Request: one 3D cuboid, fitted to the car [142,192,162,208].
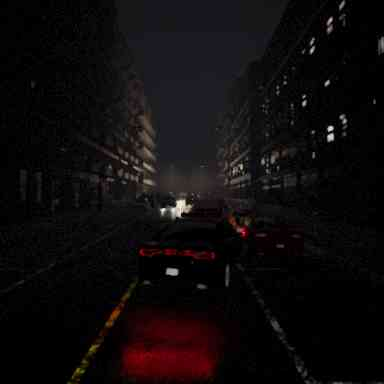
[{"bbox_3d":[-5.263,0.977,39.700,2.192,1.841,5.009,2,0,0],"label":"car"}]

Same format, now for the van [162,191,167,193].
[{"bbox_3d":[-5.256,0.922,50.759,1.690,1.788,3.998,2,0,0],"label":"van"}]

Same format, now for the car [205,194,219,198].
[{"bbox_3d":[2.607,1.251,34.102,1.887,1.381,4.507,1,0,0],"label":"car"}]

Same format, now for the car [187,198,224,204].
[{"bbox_3d":[0.837,1.308,18.649,1.882,1.535,5.008,0,0,0],"label":"car"}]

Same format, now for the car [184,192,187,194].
[{"bbox_3d":[0.041,1.088,59.367,1.994,1.385,4.181,0,0,0],"label":"car"}]

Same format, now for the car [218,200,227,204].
[{"bbox_3d":[2.597,1.364,17.682,1.752,1.417,4.829,1,0,0],"label":"car"}]

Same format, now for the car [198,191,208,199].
[{"bbox_3d":[2.609,0.725,78.347,2.192,1.841,5.009,1,0,0],"label":"car"}]

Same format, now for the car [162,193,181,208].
[{"bbox_3d":[-2.821,1.200,40.908,2.033,1.411,5.357,0,0,0],"label":"car"}]

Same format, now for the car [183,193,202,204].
[{"bbox_3d":[0.044,1.218,45.781,1.895,1.301,4.718,0,0,1],"label":"car"}]

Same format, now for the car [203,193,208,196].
[{"bbox_3d":[2.611,1.213,39.633,2.008,1.369,4.403,1,0,0],"label":"car"}]

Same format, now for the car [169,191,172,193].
[{"bbox_3d":[-5.244,0.789,67.351,2.192,1.841,5.009,1,0,0],"label":"car"}]

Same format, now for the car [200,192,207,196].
[{"bbox_3d":[2.623,1.089,56.225,1.887,1.381,4.507,1,0,0],"label":"car"}]

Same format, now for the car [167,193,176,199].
[{"bbox_3d":[-5.239,0.945,83.945,1.947,1.339,4.313,1,0,0],"label":"car"}]

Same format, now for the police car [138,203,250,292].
[{"bbox_3d":[0.281,1.340,9.030,1.930,1.638,5.238,0,1,15],"label":"police car"}]

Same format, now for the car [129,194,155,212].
[{"bbox_3d":[-5.272,1.232,34.000,1.752,1.417,4.829,2,0,0],"label":"car"}]

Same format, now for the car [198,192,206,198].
[{"bbox_3d":[2.613,0.792,89.411,1.967,1.590,4.097,1,0,0],"label":"car"}]

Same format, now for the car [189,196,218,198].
[{"bbox_3d":[0.842,1.306,24.651,1.812,1.442,4.674,0,0,0],"label":"car"}]

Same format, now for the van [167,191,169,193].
[{"bbox_3d":[-5.253,0.885,56.291,1.690,1.788,3.998,1,0,0],"label":"van"}]

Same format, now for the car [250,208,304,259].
[{"bbox_3d":[2.592,1.433,11.980,1.887,1.381,4.507,1,1,0],"label":"car"}]

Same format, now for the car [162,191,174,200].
[{"bbox_3d":[-5.241,0.756,72.881,2.192,1.841,5.009,1,0,0],"label":"car"}]
